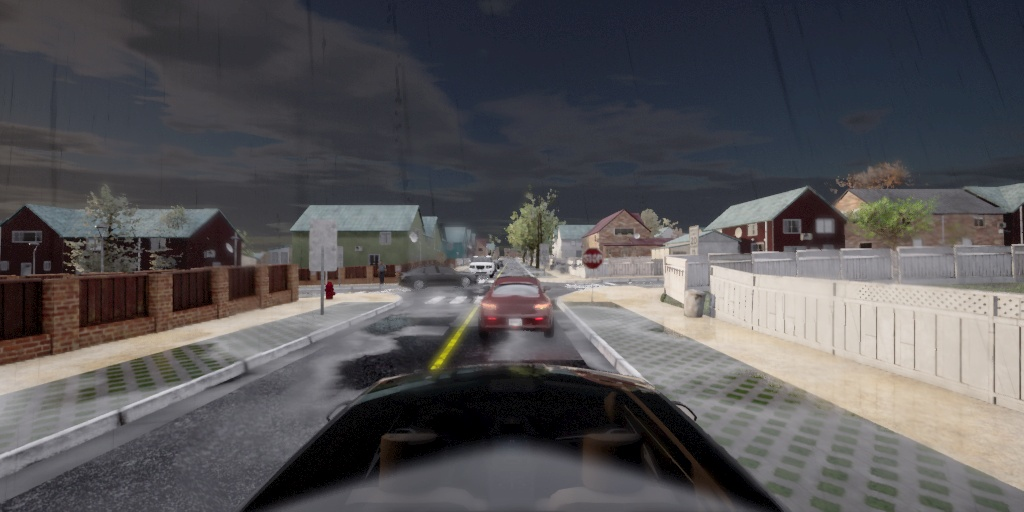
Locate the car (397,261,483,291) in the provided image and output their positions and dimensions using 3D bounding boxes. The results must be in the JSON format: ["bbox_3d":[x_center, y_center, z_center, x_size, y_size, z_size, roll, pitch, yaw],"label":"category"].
[{"bbox_3d":[-4.594,1.328,22.441,4.892,1.490,1.837,-2,0,-25],"label":"car"}]

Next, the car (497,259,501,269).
[{"bbox_3d":[-2.824,1.246,44.382,2.128,1.511,4.902,0,0,0],"label":"car"}]

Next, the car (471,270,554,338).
[{"bbox_3d":[0.138,1.279,10.121,1.812,1.442,4.674,0,0,2],"label":"car"}]

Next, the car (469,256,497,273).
[{"bbox_3d":[-2.819,0.977,34.362,2.150,2.045,5.566,0,0,0],"label":"car"}]

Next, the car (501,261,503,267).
[{"bbox_3d":[-2.816,1.231,54.735,1.882,1.535,5.008,0,0,0],"label":"car"}]

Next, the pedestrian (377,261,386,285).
[{"bbox_3d":[-9.680,1.214,26.546,0.375,1.860,0.375,0,0,0],"label":"pedestrian"}]
